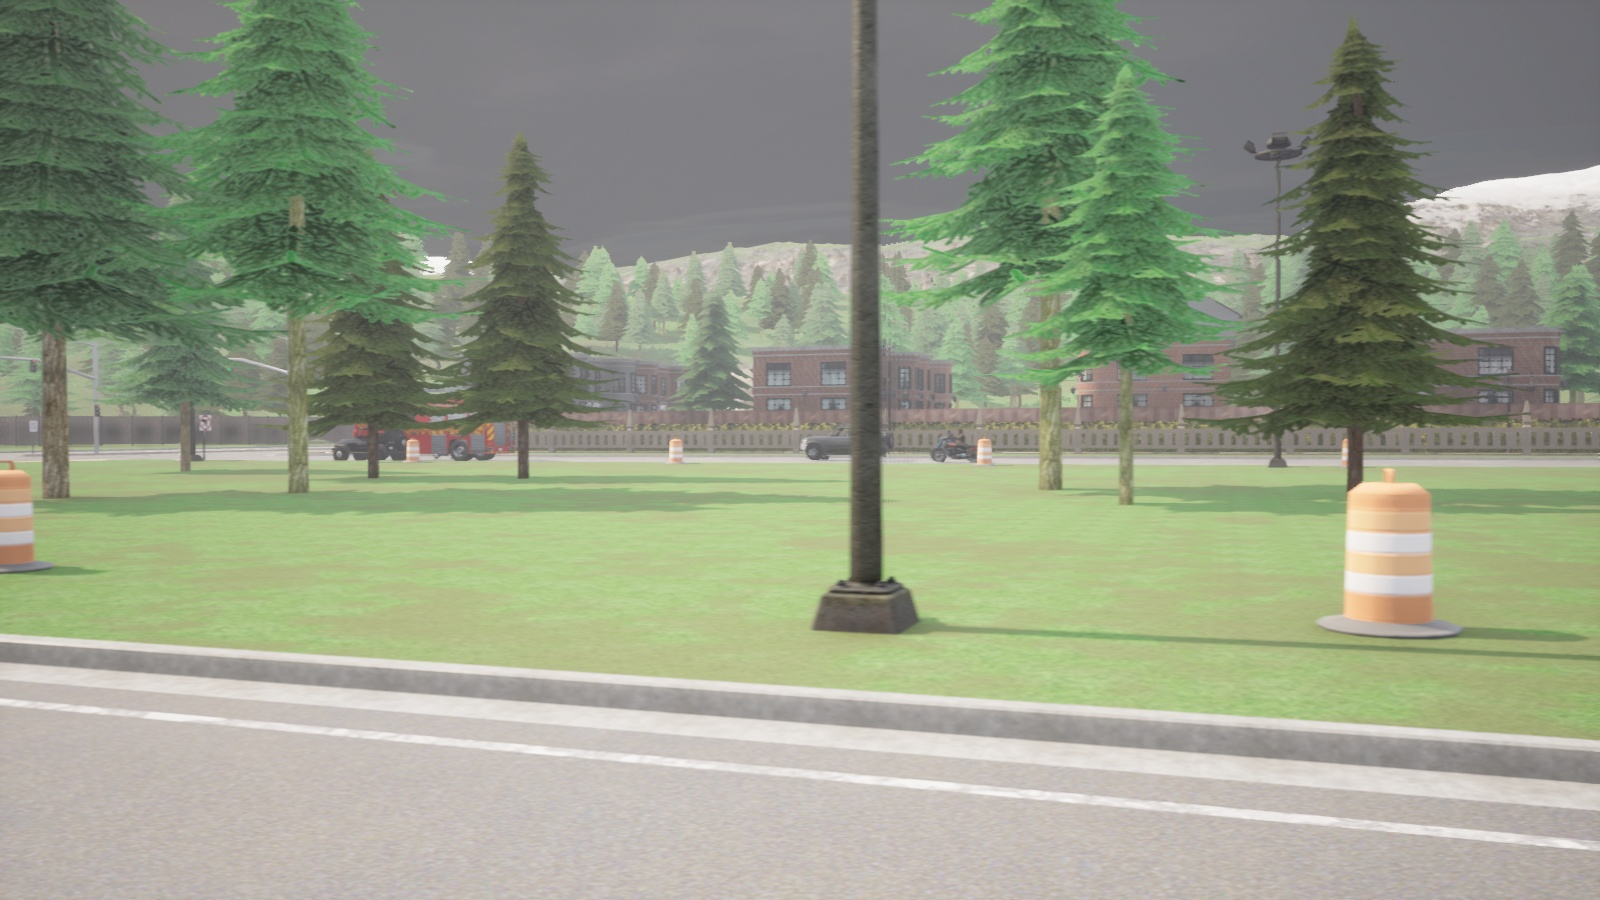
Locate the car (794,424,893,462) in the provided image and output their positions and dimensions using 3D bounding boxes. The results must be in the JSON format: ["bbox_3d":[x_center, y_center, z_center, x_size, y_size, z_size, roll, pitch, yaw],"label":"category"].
[{"bbox_3d":[2.211,-0.367,63.620,4.605,1.855,1.932,1,1,18],"label":"car"}]

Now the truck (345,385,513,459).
[{"bbox_3d":[-19.872,-1.490,67.280,8.468,3.827,2.891,1,1,18],"label":"truck"}]

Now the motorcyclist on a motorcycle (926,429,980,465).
[{"bbox_3d":[7.105,-0.130,58.302,2.350,1.649,0.766,0,1,18],"label":"motorcyclist on a motorcycle"}]

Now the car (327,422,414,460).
[{"bbox_3d":[-21.972,-0.490,64.304,3.866,1.878,1.905,1,1,19],"label":"car"}]
